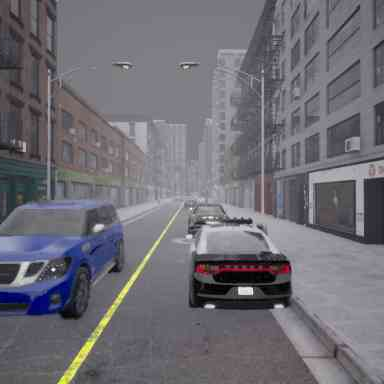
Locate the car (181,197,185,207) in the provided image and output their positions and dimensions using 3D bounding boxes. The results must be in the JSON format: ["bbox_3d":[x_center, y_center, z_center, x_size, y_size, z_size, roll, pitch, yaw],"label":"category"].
[{"bbox_3d":[-0.113,1.557,46.858,2.128,1.511,4.902,0,0,0],"label":"car"}]

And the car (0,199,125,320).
[{"bbox_3d":[-3.024,1.224,7.686,2.150,2.045,5.566,0,0,0],"label":"car"}]

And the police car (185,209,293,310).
[{"bbox_3d":[0.876,1.429,8.065,1.930,1.638,5.238,0,0,0],"label":"police car"}]

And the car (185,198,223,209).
[{"bbox_3d":[0.843,1.363,17.926,2.097,1.767,4.553,0,0,0],"label":"car"}]

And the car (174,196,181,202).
[{"bbox_3d":[-3.257,1.683,79.668,1.812,1.442,4.674,0,0,0],"label":"car"}]

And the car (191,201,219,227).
[{"bbox_3d":[0.824,1.476,24.146,1.801,1.575,5.366,0,0,0],"label":"car"}]
